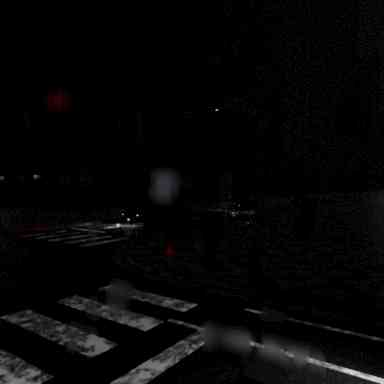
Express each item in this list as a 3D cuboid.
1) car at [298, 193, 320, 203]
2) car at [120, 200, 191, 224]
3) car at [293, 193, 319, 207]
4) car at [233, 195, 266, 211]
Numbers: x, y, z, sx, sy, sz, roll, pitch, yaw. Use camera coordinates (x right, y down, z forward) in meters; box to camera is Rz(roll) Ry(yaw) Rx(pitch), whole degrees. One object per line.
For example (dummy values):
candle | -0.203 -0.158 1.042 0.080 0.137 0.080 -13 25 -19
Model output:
car | 17.808 0.846 50.480 1.994 1.385 4.181 0 1 36
car | -2.259 1.276 22.504 2.033 1.411 5.357 0 1 38
car | 13.480 0.919 39.089 1.882 1.535 5.008 0 1 36
car | 5.956 1.043 34.056 1.837 1.490 4.892 0 1 36
